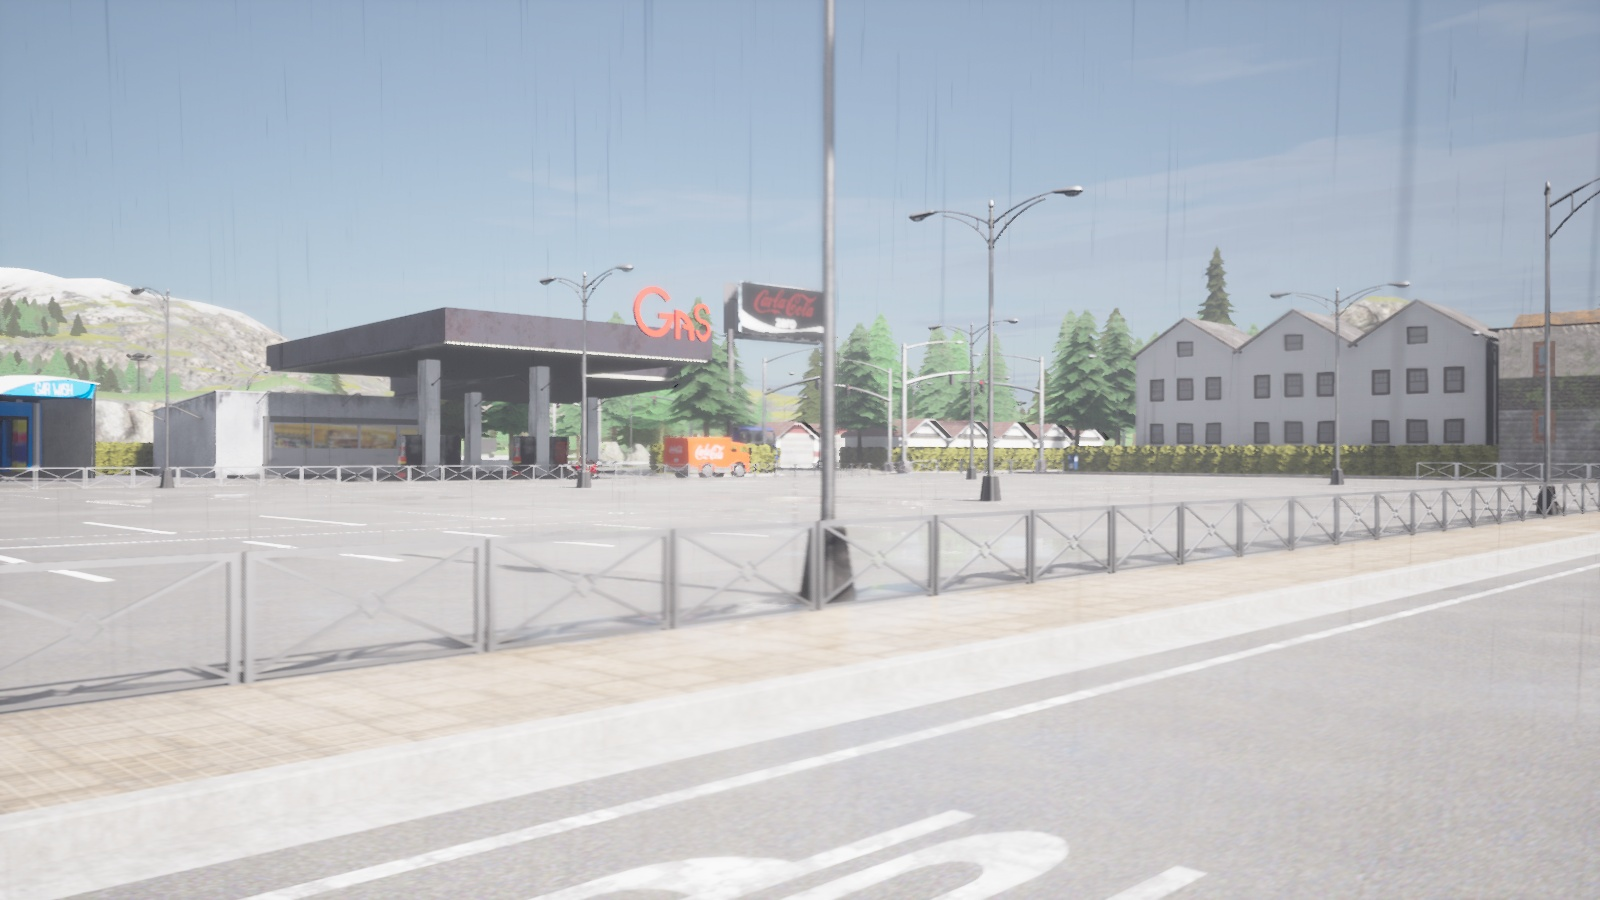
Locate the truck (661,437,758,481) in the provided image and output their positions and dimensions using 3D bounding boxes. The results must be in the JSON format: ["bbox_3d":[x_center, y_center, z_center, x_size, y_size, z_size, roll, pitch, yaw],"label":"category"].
[{"bbox_3d":[-5.268,0.501,73.430,2.627,2.467,5.204,0,0,45],"label":"truck"}]

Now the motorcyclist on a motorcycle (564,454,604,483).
[{"bbox_3d":[-11.544,0.959,67.092,0.797,1.523,2.044,0,0,45],"label":"motorcyclist on a motorcycle"}]

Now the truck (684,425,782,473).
[{"bbox_3d":[-5.305,-0.049,97.793,7.936,3.462,2.891,-2,0,44],"label":"truck"}]
